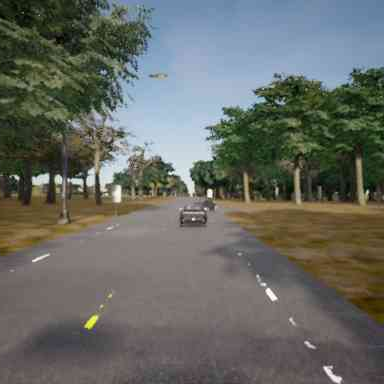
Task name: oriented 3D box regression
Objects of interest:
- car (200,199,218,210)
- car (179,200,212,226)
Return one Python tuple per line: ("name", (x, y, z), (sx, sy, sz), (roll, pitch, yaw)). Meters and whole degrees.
("car", (1.721, 1.646, 41.801), (1.837, 1.490, 4.892), (-2, -1, 25))
("car", (0.096, 1.575, 24.072), (2.128, 1.511, 4.902), (0, 0, 0))
